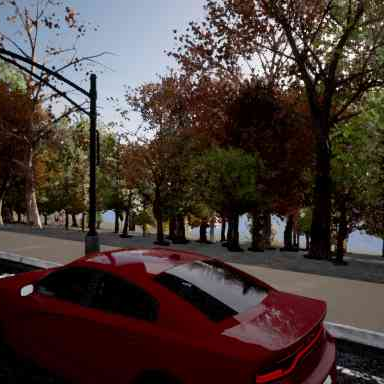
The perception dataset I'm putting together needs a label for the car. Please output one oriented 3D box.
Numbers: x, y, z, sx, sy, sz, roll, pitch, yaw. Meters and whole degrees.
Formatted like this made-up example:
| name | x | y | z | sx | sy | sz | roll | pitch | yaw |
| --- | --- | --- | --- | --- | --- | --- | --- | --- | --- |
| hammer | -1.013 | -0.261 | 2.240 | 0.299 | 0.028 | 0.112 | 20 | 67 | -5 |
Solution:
| name | x | y | z | sx | sy | sz | roll | pitch | yaw |
| --- | --- | --- | --- | --- | --- | --- | --- | --- | --- |
| car | -0.866 | 1.477 | 4.293 | 5.008 | 1.535 | 1.882 | 0 | 0 | 35 |
